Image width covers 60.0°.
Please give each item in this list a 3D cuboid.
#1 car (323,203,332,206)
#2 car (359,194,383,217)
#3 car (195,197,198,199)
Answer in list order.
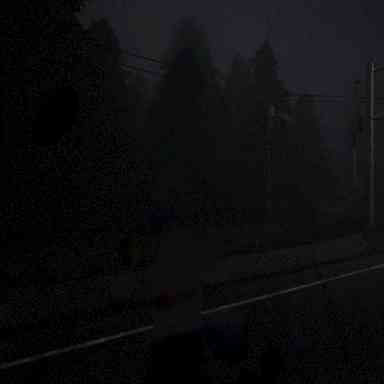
[{"bbox_3d":[15.511,1.547,43.221,2.033,1.411,5.357,0,0,-25],"label":"car"},{"bbox_3d":[18.089,1.224,31.467,2.150,2.045,5.566,0,0,-1],"label":"car"},{"bbox_3d":[-0.118,1.601,65.234,4.718,1.301,1.895,0,0,27],"label":"car"}]
